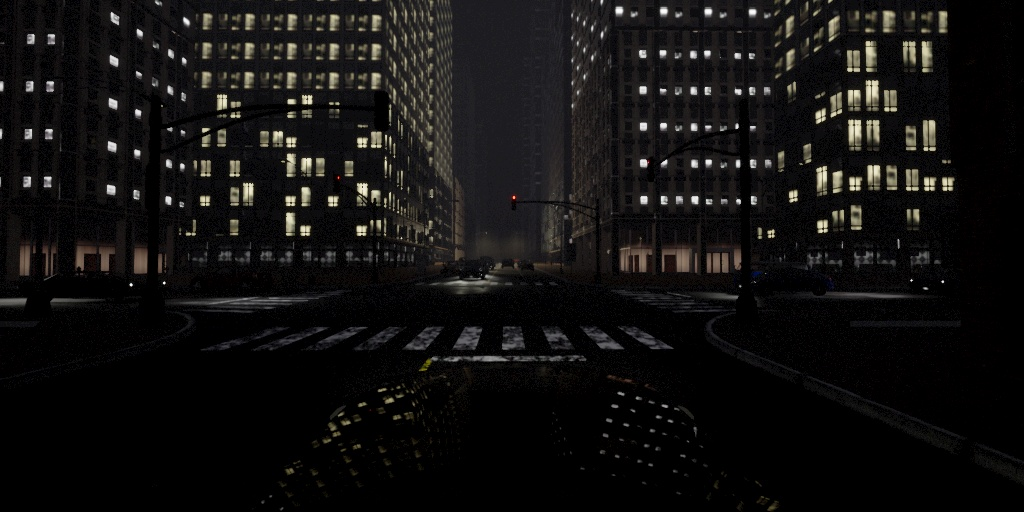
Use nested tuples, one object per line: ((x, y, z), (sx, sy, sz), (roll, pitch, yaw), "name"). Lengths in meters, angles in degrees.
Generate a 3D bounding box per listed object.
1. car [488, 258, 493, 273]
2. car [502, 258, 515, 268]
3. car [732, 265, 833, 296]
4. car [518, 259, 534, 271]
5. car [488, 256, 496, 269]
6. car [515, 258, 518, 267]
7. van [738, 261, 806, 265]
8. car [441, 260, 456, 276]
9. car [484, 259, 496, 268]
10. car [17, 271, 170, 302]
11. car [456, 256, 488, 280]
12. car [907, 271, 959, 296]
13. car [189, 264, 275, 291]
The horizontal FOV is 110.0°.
((-3.634, 1.257, 41.806), (2.128, 1.511, 4.902), (0, 0, -1), "car")
((-0.684, 1.124, 60.546), (2.097, 1.767, 4.553), (0, 0, 0), "car")
((14.522, 1.342, 19.239), (4.674, 1.442, 1.812), (0, -1, -2), "car")
((2.066, 1.350, 48.376), (1.802, 1.307, 4.207), (0, 0, -1), "car")
((-3.765, 0.991, 52.407), (2.150, 2.045, 5.566), (0, 0, -1), "car")
((1.915, 1.297, 59.701), (1.751, 1.417, 4.829), (0, 0, -1), "car")
((15.715, 1.210, 21.835), (3.998, 1.789, 1.690), (0, 0, -1), "van")
((-6.163, 1.203, 37.052), (1.967, 1.591, 4.097), (0, 0, -1), "car")
((-3.873, 1.277, 63.597), (1.837, 1.490, 4.892), (0, 0, 0), "car")
((-18.065, 1.300, 15.680), (4.718, 1.301, 1.895), (0, -1, -1), "car")
((-3.445, 1.113, 31.733), (2.097, 1.767, 4.553), (0, 0, -2), "car")
((24.494, 1.436, 19.353), (4.718, 1.301, 1.895), (0, -1, -1), "car")
((-16.757, 1.255, 21.472), (4.097, 1.591, 1.967), (0, 0, -1), "car")
